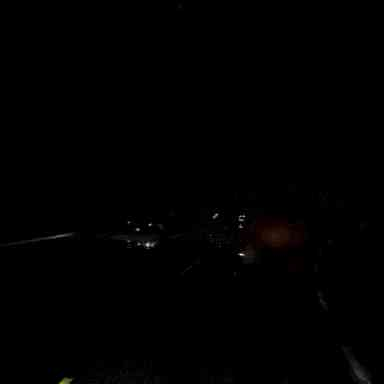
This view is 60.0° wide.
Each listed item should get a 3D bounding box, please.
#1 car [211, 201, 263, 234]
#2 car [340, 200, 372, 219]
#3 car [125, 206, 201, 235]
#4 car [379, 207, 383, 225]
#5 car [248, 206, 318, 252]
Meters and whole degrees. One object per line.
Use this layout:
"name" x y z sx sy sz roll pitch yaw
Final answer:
"car" 2.958 1.367 19.511 2.097 1.767 4.553 1 0 32
"car" 15.236 1.480 30.757 2.097 1.767 4.553 1 0 35
"car" -1.405 1.521 19.094 2.033 1.411 5.357 1 0 30
"car" 15.011 1.607 24.392 1.882 1.535 5.008 1 -1 35
"car" 4.212 1.508 14.433 1.882 1.535 5.008 0 0 28
